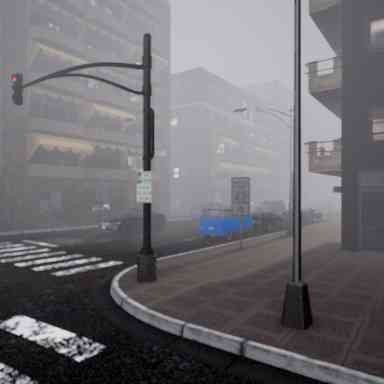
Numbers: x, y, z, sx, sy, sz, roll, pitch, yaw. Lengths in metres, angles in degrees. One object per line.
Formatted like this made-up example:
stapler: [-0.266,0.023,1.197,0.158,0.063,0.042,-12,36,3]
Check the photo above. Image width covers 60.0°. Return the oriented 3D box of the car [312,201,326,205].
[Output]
car: [23.932,2.875,64.438,1.802,1.307,4.206,-1,-2,35]

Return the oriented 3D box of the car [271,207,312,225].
car: [8.326,2.150,28.029,1.802,1.307,4.206,-1,-2,35]

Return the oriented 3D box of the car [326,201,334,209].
car: [27.137,2.715,68.962,2.192,1.841,5.009,-1,-2,35]

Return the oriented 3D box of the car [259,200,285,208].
car: [9.128,1.958,39.059,2.150,2.045,5.566,0,-1,36]

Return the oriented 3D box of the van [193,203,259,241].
van: [2.051,1.696,18.902,1.690,1.788,3.998,-1,-2,35]

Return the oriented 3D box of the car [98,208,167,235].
car: [-3.640,1.802,21.092,2.128,1.511,4.902,0,-1,35]

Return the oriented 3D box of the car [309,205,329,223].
car: [11.533,2.226,32.547,2.008,1.369,4.403,-1,-2,35]

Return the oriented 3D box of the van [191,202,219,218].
van: [1.488,1.889,32.824,1.690,1.788,3.998,-1,-2,35]

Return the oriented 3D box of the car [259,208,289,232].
car: [5.120,2.028,23.513,1.947,1.339,4.313,-1,-2,35]
